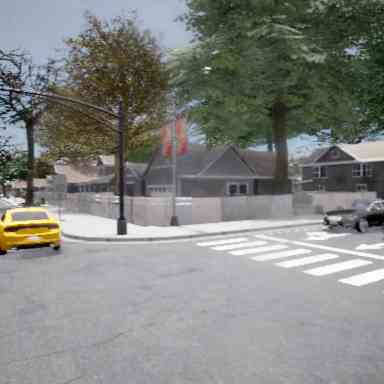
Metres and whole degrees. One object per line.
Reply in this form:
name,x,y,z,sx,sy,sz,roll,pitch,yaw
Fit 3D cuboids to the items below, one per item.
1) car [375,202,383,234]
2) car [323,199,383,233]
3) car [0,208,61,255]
car,9.931,1.190,13.778,4.674,1.442,1.812,-1,1,-30
car,8.714,1.121,16.856,4.902,1.511,2.128,-1,1,-31
car,-6.488,1.362,13.013,1.882,1.535,5.008,-1,1,-32
